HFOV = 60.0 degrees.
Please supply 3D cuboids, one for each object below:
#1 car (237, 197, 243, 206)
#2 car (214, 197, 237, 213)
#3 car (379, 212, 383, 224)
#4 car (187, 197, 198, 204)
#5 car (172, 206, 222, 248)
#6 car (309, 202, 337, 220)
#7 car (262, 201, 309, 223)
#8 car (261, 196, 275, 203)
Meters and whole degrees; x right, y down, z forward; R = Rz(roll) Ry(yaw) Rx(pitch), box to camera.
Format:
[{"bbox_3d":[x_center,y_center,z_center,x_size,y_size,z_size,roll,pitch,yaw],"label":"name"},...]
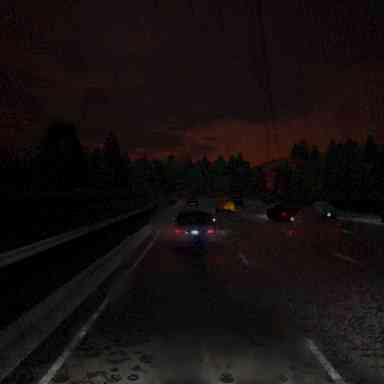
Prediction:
[{"bbox_3d":[7.091,1.489,54.313,2.128,1.511,4.902,0,0,0],"label":"car"},{"bbox_3d":[3.595,1.477,37.716,1.882,1.535,5.008,0,0,0],"label":"car"},{"bbox_3d":[14.095,1.600,21.234,1.895,1.301,4.718,0,0,0],"label":"car"},{"bbox_3d":[0.091,1.563,62.920,1.994,1.385,4.181,0,0,0],"label":"car"},{"bbox_3d":[0.098,1.547,14.779,2.033,1.411,5.357,0,0,0],"label":"car"},{"bbox_3d":[10.593,1.525,28.016,1.812,1.442,4.674,0,0,0],"label":"car"},{"bbox_3d":[7.095,1.600,25.711,1.895,1.301,4.718,0,0,0],"label":"car"},{"bbox_3d":[14.092,1.524,61.302,1.812,1.442,4.674,0,0,0],"label":"car"}]
